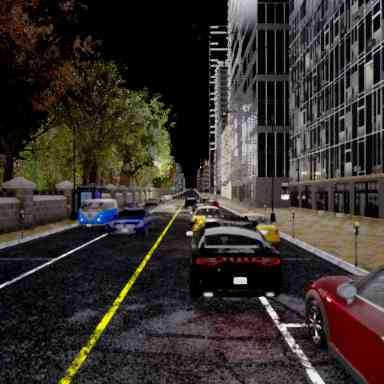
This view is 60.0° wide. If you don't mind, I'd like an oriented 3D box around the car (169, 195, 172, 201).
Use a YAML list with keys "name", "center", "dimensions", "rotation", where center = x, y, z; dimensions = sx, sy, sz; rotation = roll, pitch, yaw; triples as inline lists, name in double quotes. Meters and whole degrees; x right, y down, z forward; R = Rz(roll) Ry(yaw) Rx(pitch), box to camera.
- name: "car"
  center: [-5.828, 1.411, 71.545]
  dimensions: [1.752, 1.417, 4.829]
  rotation: [0, 0, 0]

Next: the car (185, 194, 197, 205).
- name: "car"
  center: [-0.118, 1.272, 58.999]
  dimensions: [2.097, 1.767, 4.553]
  rotation: [0, 0, 0]

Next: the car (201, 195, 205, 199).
- name: "car"
  center: [2.575, 1.462, 60.346]
  dimensions: [1.887, 1.381, 4.507]
  rotation: [0, 0, 0]

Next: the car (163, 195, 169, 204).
- name: "car"
  center: [-5.806, 1.468, 60.351]
  dimensions: [2.008, 1.369, 4.403]
  rotation: [0, 0, 0]

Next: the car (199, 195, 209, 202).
- name: "car"
  center: [2.552, 1.451, 71.708]
  dimensions: [1.947, 1.339, 4.313]
  rotation: [0, 0, 0]

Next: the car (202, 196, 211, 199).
- name: "car"
  center: [2.608, 1.537, 43.302]
  dimensions: [1.802, 1.307, 4.206]
  rotation: [0, 0, 0]

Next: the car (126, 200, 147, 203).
- name: "car"
  center: [-5.750, 1.556, 31.936]
  dimensions: [1.802, 1.307, 4.206]
  rotation: [0, 0, 0]

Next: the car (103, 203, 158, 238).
- name: "car"
  center: [-3.123, 1.517, 17.728]
  dimensions: [1.812, 1.442, 4.674]
  rotation: [0, 0, 0]

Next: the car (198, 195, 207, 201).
- name: "car"
  center: [2.529, 1.400, 83.072]
  dimensions: [2.008, 1.369, 4.403]
  rotation: [0, 0, 0]

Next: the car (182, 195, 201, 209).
- name: "car"
  center: [-0.078, 1.456, 45.371]
  dimensions: [1.837, 1.490, 4.892]
  rotation: [0, 0, 0]

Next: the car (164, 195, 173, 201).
- name: "car"
  center: [-5.851, 1.400, 83.082]
  dimensions: [2.008, 1.369, 4.403]
  rotation: [0, 0, 0]

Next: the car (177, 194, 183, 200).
- name: "car"
  center: [-3.184, 1.326, 91.974]
  dimensions: [1.837, 1.490, 4.892]
  rotation: [0, 0, 0]

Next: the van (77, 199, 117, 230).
- name: "van"
  center: [-5.726, 1.330, 20.570]
  dimensions: [1.690, 1.788, 3.998]
  rotation: [0, 0, 0]

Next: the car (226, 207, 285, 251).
- name: "car"
  center: [2.664, 1.519, 15.065]
  dimensions: [1.752, 1.417, 4.829]
  rotation: [0, 0, 0]

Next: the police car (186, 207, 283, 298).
- name: "police car"
  center: [0.883, 1.423, 8.696]
  dimensions: [1.930, 1.638, 5.238]
  rotation: [0, 0, 0]

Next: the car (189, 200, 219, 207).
- name: "car"
  center: [0.862, 1.446, 18.777]
  dimensions: [1.801, 1.575, 5.366]
  rotation: [0, 0, 0]

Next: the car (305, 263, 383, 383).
- name: "car"
  center: [2.687, 1.440, 3.530]
  dimensions: [1.967, 1.590, 4.097]
  rotation: [0, 0, 0]

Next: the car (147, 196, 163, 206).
- name: "car"
  center: [-5.783, 1.488, 48.984]
  dimensions: [1.887, 1.381, 4.507]
  rotation: [0, 0, 0]

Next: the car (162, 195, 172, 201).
- name: "car"
  center: [-5.840, 1.418, 77.399]
  dimensions: [2.008, 1.369, 4.403]
  rotation: [0, 0, 0]
